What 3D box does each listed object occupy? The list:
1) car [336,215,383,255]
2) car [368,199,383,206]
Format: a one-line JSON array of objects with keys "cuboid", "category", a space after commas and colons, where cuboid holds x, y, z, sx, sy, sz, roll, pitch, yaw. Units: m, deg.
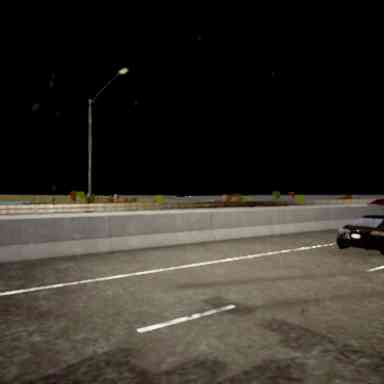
[{"cuboid": [7.784, 1.633, 13.623, 4.181, 1.385, 1.994, 0, 0, -35], "category": "car"}, {"cuboid": [28.391, 1.781, 49.959, 4.674, 1.442, 1.812, 0, 0, -35], "category": "car"}]
